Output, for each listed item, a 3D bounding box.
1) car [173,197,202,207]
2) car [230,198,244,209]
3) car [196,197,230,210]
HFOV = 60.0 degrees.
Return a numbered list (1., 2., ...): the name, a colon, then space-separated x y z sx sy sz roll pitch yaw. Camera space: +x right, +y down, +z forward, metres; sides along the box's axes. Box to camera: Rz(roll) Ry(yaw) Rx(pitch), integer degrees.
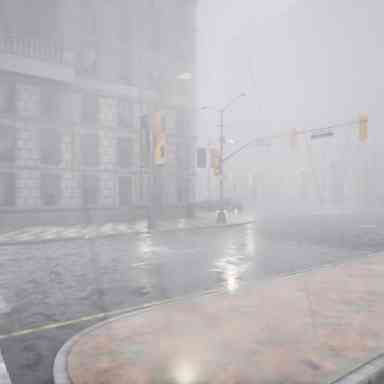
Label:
1. car: -0.798 1.547 52.624 2.033 1.411 5.357 0 0 -35
2. car: 4.887 1.505 44.678 1.837 1.490 4.892 0 0 -36
3. car: 2.326 1.564 42.245 1.994 1.385 4.181 0 0 -36
